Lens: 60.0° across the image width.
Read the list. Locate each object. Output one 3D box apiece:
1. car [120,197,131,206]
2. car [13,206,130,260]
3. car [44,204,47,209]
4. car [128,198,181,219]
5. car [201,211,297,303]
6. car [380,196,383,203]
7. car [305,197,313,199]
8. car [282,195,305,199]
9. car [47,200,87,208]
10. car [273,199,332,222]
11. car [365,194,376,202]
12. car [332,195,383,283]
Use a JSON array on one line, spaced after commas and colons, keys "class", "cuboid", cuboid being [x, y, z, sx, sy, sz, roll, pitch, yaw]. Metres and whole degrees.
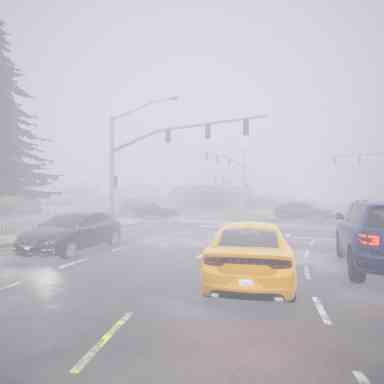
[{"class": "car", "cuboid": [-5.539, 1.407, 35.734, 4.553, 1.767, 2.097, 0, 0, 32]}, {"class": "car", "cuboid": [-4.443, 1.504, 12.679, 1.837, 1.490, 4.892, 0, 0, 17]}, {"class": "car", "cuboid": [-17.579, 1.580, 43.204, 4.674, 1.442, 1.812, 0, 0, 32]}, {"class": "car", "cuboid": [-3.214, 1.580, 30.156, 4.674, 1.442, 1.812, 0, 0, 32]}, {"class": "car", "cuboid": [1.483, 1.477, 8.390, 1.882, 1.535, 5.008, 0, 0, 12]}, {"class": "car", "cuboid": [40.442, 1.538, 69.221, 2.033, 1.411, 5.357, 0, 0, 31]}, {"class": "car", "cuboid": [18.654, 1.524, 53.873, 1.812, 1.442, 4.674, 0, 0, 32]}, {"class": "car", "cuboid": [13.304, 1.546, 45.136, 2.033, 1.411, 5.357, 0, 0, 31]}, {"class": "car", "cuboid": [-13.350, 1.580, 36.455, 4.674, 1.442, 1.812, 0, 0, 32]}, {"class": "car", "cuboid": [8.970, 1.545, 26.711, 4.892, 1.490, 1.837, 0, 0, 32]}, {"class": "car", "cuboid": [42.761, 1.353, 79.727, 2.097, 1.767, 4.553, 0, 0, 31]}, {"class": "car", "cuboid": [5.446, 1.221, 9.425, 2.150, 2.045, 5.566, 0, 0, 19]}]
